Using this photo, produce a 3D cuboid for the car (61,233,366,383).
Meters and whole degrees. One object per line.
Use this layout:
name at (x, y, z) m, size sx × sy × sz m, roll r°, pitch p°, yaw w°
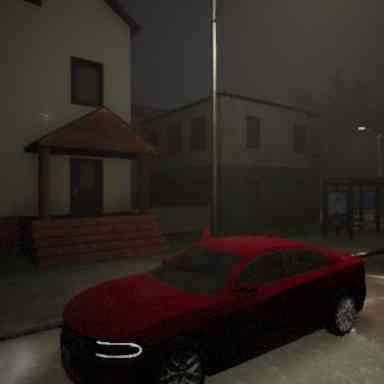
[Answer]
car at (0.666, 1.459, 5.068) m, size 5.008 × 1.535 × 1.882 m, roll 0°, pitch 0°, yaw -35°
